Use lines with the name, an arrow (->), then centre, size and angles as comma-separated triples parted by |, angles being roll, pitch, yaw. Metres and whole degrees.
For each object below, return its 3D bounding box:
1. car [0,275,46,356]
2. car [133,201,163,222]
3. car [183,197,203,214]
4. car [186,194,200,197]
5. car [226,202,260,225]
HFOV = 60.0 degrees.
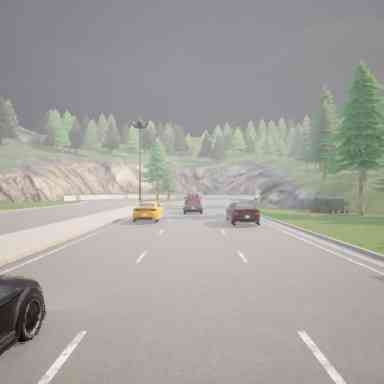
car -> -3.402, 1.563, 3.810 | 1.994, 1.385, 4.181 | 0, 0, 0
car -> -3.394, 1.477, 26.250 | 1.882, 1.535, 5.008 | 0, 0, 0
car -> 0.104, 1.564, 35.204 | 1.994, 1.385, 4.181 | 0, 0, 0
car -> 0.099, 1.221, 44.623 | 2.150, 2.045, 5.566 | 0, 0, 0
car -> 3.604, 1.477, 24.079 | 1.882, 1.535, 5.008 | 0, 0, 0
